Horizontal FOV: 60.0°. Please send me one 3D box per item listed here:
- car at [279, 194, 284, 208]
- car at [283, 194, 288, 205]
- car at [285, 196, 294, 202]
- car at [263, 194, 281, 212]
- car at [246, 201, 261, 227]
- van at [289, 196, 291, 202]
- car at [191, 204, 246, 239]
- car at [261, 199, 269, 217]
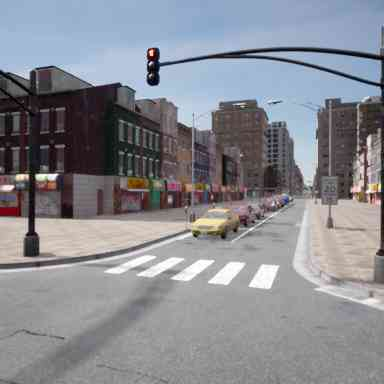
[{"bbox_3d":[10.691,1.404,43.923,1.967,1.590,4.097,1,0,19],"label":"car"},{"bbox_3d":[12.552,1.283,49.211,2.192,1.841,5.009,1,0,19],"label":"car"},{"bbox_3d":[23.709,1.577,80.940,1.947,1.339,4.313,1,0,19],"label":"car"},{"bbox_3d":[8.831,1.401,38.636,1.967,1.590,4.097,1,0,19],"label":"car"},{"bbox_3d":[3.250,1.505,22.772,1.887,1.381,4.507,1,0,19],"label":"car"},{"bbox_3d":[16.271,1.319,59.787,1.690,1.788,3.998,1,0,19],"label":"van"},{"bbox_3d":[1.334,1.488,17.325,1.752,1.417,4.829,1,0,19],"label":"car"},{"bbox_3d":[5.110,1.540,28.061,1.802,1.307,4.206,1,0,19],"label":"car"}]
